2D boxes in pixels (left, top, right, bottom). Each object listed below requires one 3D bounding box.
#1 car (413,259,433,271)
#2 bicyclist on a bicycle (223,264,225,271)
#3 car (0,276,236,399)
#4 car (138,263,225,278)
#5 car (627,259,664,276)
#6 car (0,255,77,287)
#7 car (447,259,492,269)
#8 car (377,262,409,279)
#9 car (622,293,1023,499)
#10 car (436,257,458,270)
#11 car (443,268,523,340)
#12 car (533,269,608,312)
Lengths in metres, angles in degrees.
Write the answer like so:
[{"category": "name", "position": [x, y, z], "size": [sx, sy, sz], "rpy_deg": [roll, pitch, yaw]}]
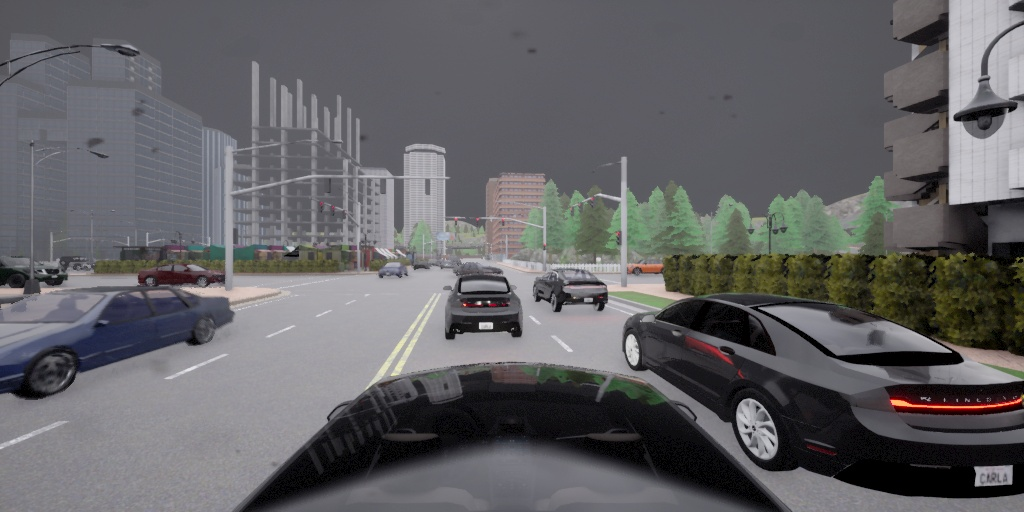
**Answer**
[{"category": "car", "position": [-12.636, 1.351, 50.091], "size": [1.895, 1.301, 4.718], "rpy_deg": [0, 0, -6]}, {"category": "bicyclist on a bicycle", "position": [-29.555, 1.011, 37.399], "size": [0.582, 1.620, 1.656], "rpy_deg": [0, 5, -5]}, {"category": "car", "position": [-7.619, 1.297, 6.632], "size": [2.033, 1.411, 5.357], "rpy_deg": [0, 0, -7]}, {"category": "car", "position": [-21.424, 1.228, 23.635], "size": [5.008, 1.535, 1.882], "rpy_deg": [0, 0, -5]}, {"category": "car", "position": [14.019, 1.102, 37.536], "size": [4.553, 1.767, 2.097], "rpy_deg": [0, 0, -5]}, {"category": "car", "position": [-31.999, 0.972, 22.696], "size": [5.566, 2.045, 2.150], "rpy_deg": [0, 0, -5]}, {"category": "car", "position": [-3.248, 1.297, 32.867], "size": [5.357, 1.411, 2.033], "rpy_deg": [0, 0, 42]}, {"category": "car", "position": [-10.848, 1.275, 33.047], "size": [1.812, 1.442, 4.674], "rpy_deg": [0, 0, -5]}, {"category": "car", "position": [3.109, 1.255, 4.869], "size": [1.837, 1.490, 4.892], "rpy_deg": [0, 0, -4]}, {"category": "car", "position": [-9.247, 1.241, 51.263], "size": [2.128, 1.511, 4.902], "rpy_deg": [0, 0, -6]}, {"category": "car", "position": [-0.867, 1.255, 10.111], "size": [1.837, 1.490, 4.892], "rpy_deg": [0, 0, -7]}, {"category": "car", "position": [2.126, 1.242, 14.230], "size": [2.128, 1.511, 4.902], "rpy_deg": [0, 0, -9]}]
